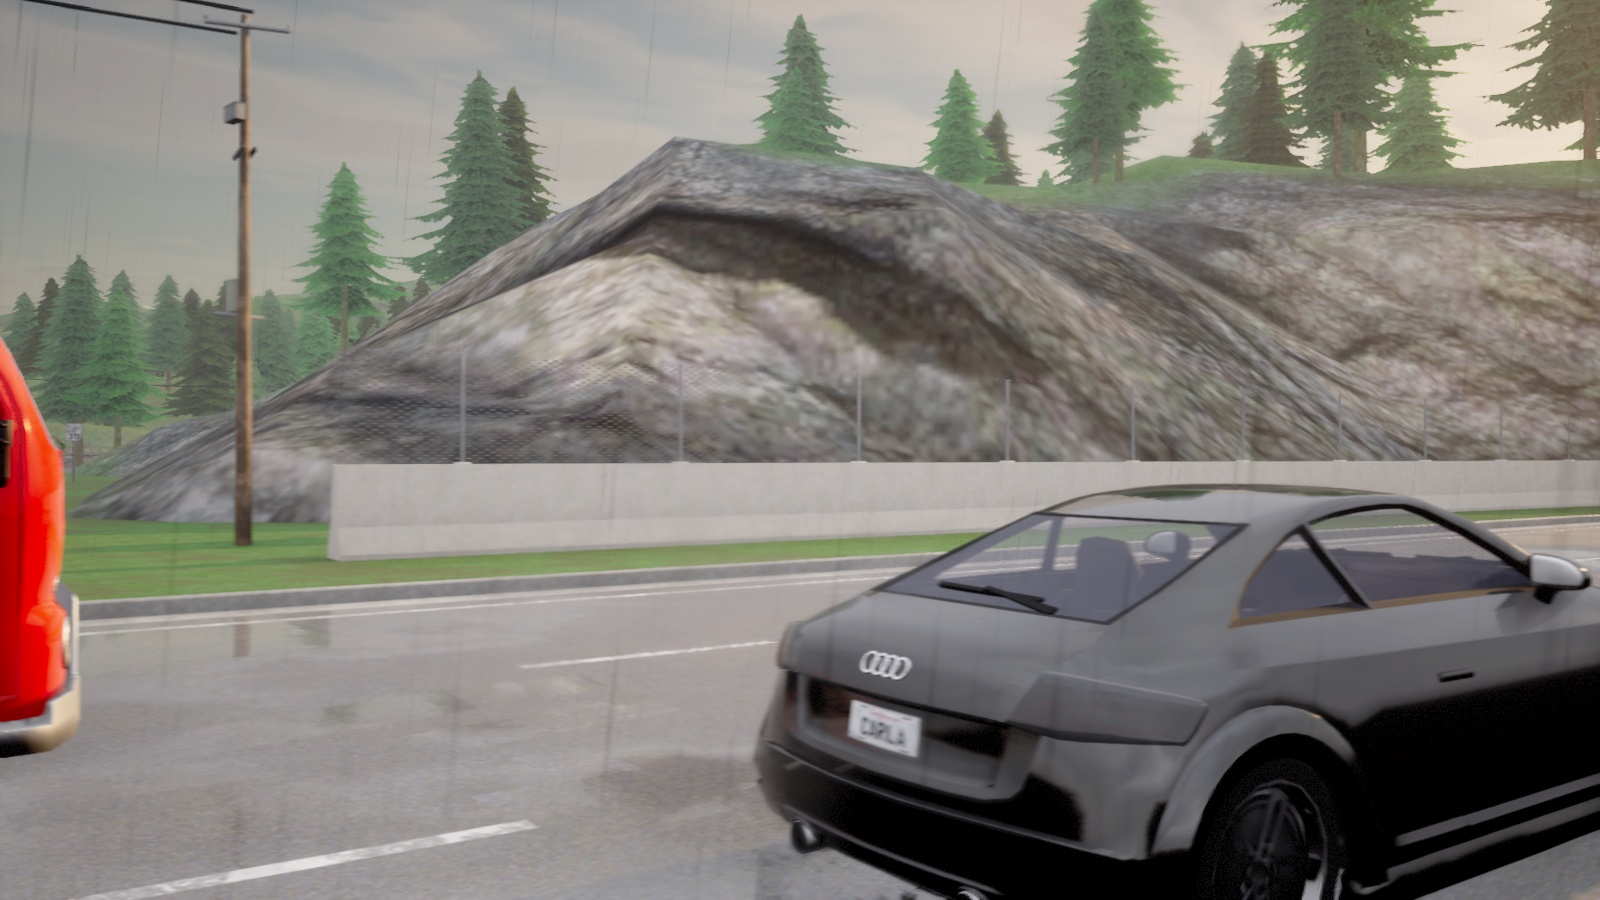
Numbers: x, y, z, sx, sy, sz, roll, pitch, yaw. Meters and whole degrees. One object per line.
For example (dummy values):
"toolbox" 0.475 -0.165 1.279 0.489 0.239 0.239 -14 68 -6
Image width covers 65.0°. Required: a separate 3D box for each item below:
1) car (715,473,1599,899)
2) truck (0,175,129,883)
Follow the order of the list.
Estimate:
"car" 1.973 0.817 5.032 4.181 1.385 1.994 0 0 -35
"truck" -5.351 0.280 4.201 5.204 2.467 2.627 0 0 -35
